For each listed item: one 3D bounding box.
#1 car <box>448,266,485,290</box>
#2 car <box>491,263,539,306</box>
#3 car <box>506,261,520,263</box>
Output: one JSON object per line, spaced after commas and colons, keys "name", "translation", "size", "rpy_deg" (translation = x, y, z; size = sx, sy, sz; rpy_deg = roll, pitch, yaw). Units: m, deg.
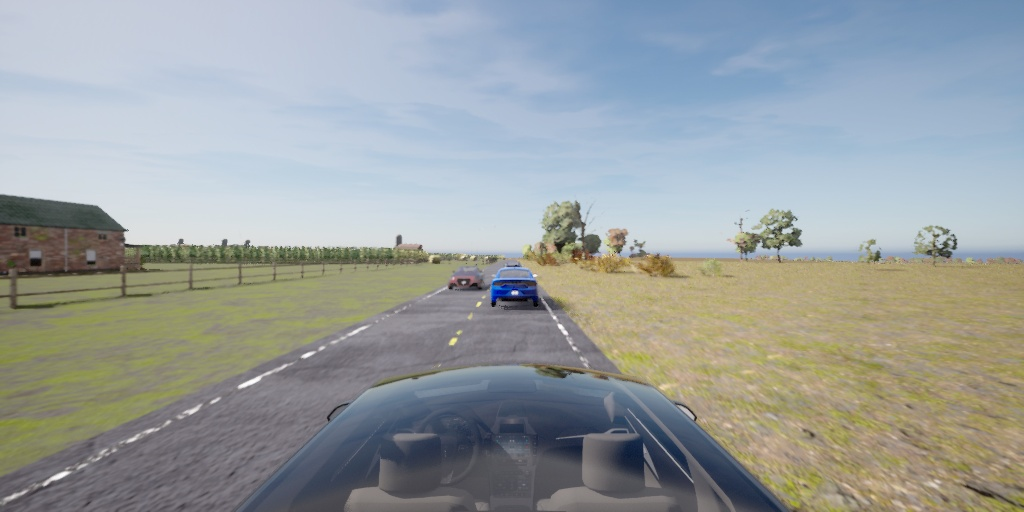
{"name": "car", "translation": [-2.743, 1.323, 22.422], "size": [1.994, 1.385, 4.181], "rpy_deg": [0, 0, 0]}
{"name": "car", "translation": [0.106, 1.228, 15.826], "size": [1.882, 1.535, 5.008], "rpy_deg": [0, 0, 0]}
{"name": "car", "translation": [0.113, 1.243, 34.620], "size": [2.128, 1.511, 4.902], "rpy_deg": [0, 0, 0]}
